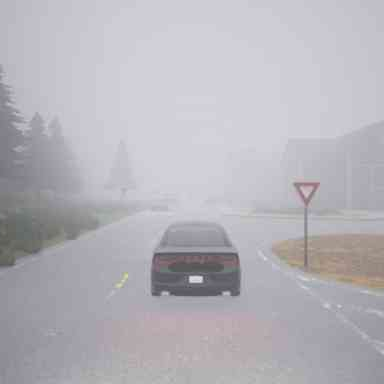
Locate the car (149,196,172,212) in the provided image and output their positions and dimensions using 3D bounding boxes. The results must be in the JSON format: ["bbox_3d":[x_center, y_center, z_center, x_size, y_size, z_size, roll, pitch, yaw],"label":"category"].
[{"bbox_3d":[-3.581,1.476,37.858,1.812,1.442,4.674,0,0,0],"label":"car"}]

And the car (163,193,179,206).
[{"bbox_3d":[-3.570,1.148,51.771,2.150,2.045,5.566,0,1,0],"label":"car"}]

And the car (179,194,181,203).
[{"bbox_3d":[-3.490,1.158,67.574,2.150,2.045,5.566,0,0,0],"label":"car"}]

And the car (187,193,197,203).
[{"bbox_3d":[0.021,1.459,67.254,2.033,1.411,5.357,0,0,0],"label":"car"}]

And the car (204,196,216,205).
[{"bbox_3d":[2.989,1.382,55.703,1.816,1.474,4.193,-6,0,-2],"label":"car"}]

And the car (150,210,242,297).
[{"bbox_3d":[0.084,1.466,8.632,1.882,1.535,5.008,0,0,0],"label":"car"}]
